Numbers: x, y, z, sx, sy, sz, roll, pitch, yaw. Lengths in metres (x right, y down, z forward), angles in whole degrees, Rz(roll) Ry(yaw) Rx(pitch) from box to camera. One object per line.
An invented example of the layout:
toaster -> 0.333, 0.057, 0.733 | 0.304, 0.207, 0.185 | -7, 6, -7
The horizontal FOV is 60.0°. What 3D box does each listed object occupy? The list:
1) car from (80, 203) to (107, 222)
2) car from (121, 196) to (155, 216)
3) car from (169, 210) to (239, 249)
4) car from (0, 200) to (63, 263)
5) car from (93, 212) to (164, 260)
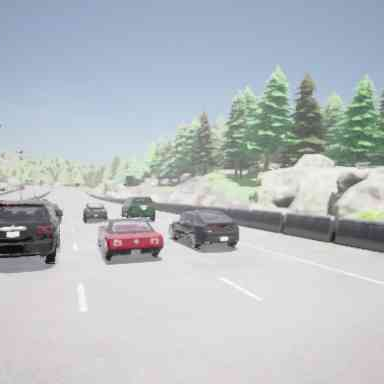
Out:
car -> -8.323, 1.666, 28.177 | 2.128, 1.511, 4.902 | 0, 0, -20
car -> -4.670, 1.384, 28.392 | 2.150, 2.045, 5.566 | 0, 0, -20
car -> 0.386, 1.567, 14.928 | 1.837, 1.490, 4.892 | 0, -1, -20
car -> -5.963, 1.295, 11.917 | 2.150, 2.045, 5.566 | 0, 0, -20
car -> -2.580, 1.665, 12.857 | 1.895, 1.301, 4.718 | 0, 0, -20
